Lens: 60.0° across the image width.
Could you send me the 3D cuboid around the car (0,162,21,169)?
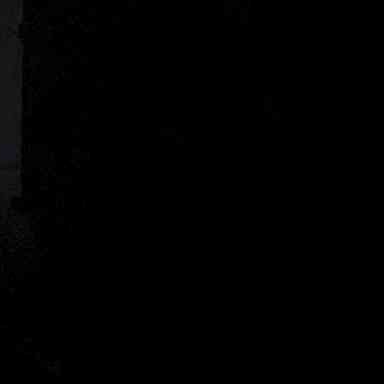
[{"bbox_3d":[-24.710,-3.635,47.945,4.892,1.521,2.231,2,1,27],"label":"car"}]
